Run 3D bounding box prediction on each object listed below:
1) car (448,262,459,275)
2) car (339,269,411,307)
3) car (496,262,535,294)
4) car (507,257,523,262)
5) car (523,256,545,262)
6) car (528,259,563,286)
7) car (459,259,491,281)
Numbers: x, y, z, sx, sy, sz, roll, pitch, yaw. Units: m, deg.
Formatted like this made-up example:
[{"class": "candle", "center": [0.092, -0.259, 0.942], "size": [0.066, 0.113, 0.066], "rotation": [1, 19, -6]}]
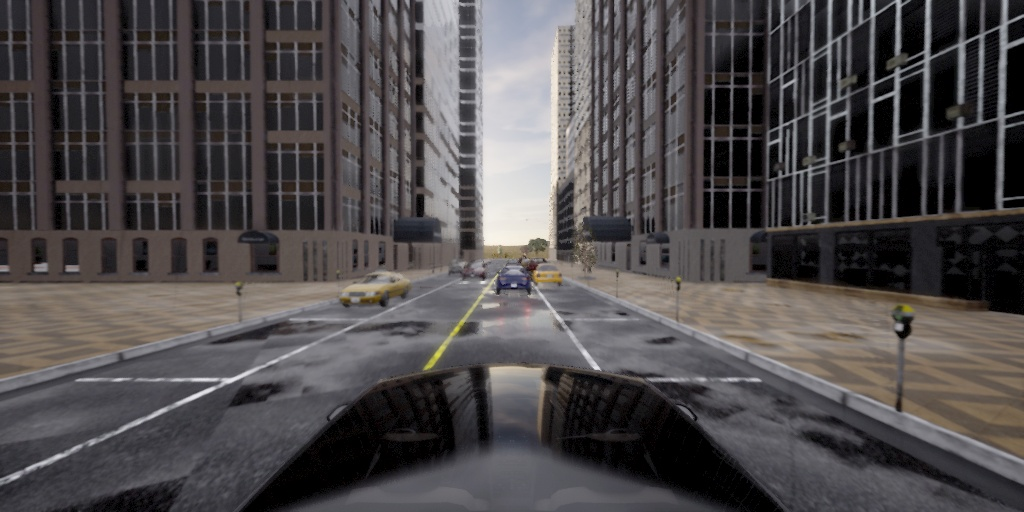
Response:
[{"class": "car", "center": [-5.698, 1.292, 38.300], "size": [2.007, 1.370, 4.403], "rotation": [0, 0, 0]}, {"class": "car", "center": [-5.678, 1.274, 15.434], "size": [1.751, 1.417, 4.829], "rotation": [0, 0, 0]}, {"class": "car", "center": [0.094, 1.273, 20.035], "size": [1.812, 1.442, 4.674], "rotation": [0, 0, 0]}, {"class": "car", "center": [0.090, 1.226, 47.077], "size": [2.128, 1.511, 4.902], "rotation": [0, 0, 0]}, {"class": "car", "center": [2.683, 1.057, 38.245], "size": [2.192, 1.841, 5.009], "rotation": [0, 0, 0]}, {"class": "car", "center": [2.344, 1.203, 24.867], "size": [1.801, 1.575, 5.366], "rotation": [0, 0, 0]}, {"class": "car", "center": [-3.104, 1.271, 30.626], "size": [1.812, 1.442, 4.674], "rotation": [0, 0, 0]}]
